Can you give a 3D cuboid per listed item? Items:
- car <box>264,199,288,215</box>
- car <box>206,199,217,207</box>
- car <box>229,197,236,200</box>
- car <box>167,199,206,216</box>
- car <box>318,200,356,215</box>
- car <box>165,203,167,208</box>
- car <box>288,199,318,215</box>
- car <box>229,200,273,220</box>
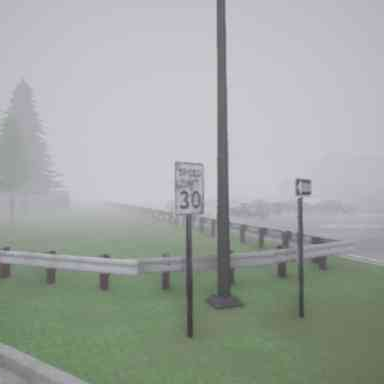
[{"bbox_3d":[6.768,1.496,32.700,2.128,1.511,4.902,-1,0,-21],"label":"car"},{"bbox_3d":[2.903,1.692,52.116,1.895,1.301,4.718,-1,0,-21],"label":"car"},{"bbox_3d":[5.651,1.574,54.688,1.837,1.490,4.892,-1,0,-21],"label":"car"},{"bbox_3d":[-0.655,1.608,32.417,1.812,1.442,4.674,-1,0,-22],"label":"car"},{"bbox_3d":[13.878,1.479,33.745,2.033,1.411,5.357,-1,0,-21],"label":"car"},{"bbox_3d":[-2.102,1.676,45.709,2.033,1.411,5.357,-1,0,-21],"label":"car"},{"bbox_3d":[10.026,1.465,33.980,2.128,1.511,4.902,-1,0,-21],"label":"car"},{"bbox_3d":[4.579,1.619,28.706,1.895,1.301,4.718,-1,0,-21],"label":"car"}]
